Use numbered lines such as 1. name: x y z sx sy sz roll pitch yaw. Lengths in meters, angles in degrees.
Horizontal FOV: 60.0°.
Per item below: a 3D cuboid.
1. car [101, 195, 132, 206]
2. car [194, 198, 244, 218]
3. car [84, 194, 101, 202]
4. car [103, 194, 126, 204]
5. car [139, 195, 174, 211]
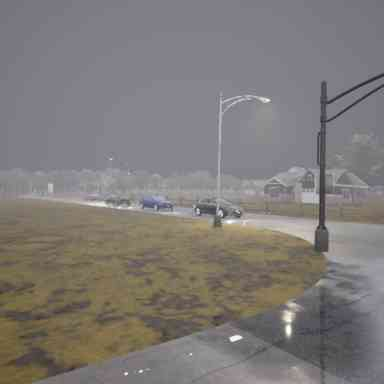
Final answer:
1. car: -9.540 1.109 42.755 1.895 1.301 4.718 2 -1 -35
2. car: 2.039 1.227 26.452 1.837 1.490 4.892 2 0 -35
3. car: -18.200 1.008 61.130 2.033 1.411 5.357 2 -1 -35
4. car: -12.404 1.088 52.977 1.994 1.385 4.181 2 -1 -35
5. car: -3.753 1.084 34.600 1.882 1.535 5.008 2 0 -36
